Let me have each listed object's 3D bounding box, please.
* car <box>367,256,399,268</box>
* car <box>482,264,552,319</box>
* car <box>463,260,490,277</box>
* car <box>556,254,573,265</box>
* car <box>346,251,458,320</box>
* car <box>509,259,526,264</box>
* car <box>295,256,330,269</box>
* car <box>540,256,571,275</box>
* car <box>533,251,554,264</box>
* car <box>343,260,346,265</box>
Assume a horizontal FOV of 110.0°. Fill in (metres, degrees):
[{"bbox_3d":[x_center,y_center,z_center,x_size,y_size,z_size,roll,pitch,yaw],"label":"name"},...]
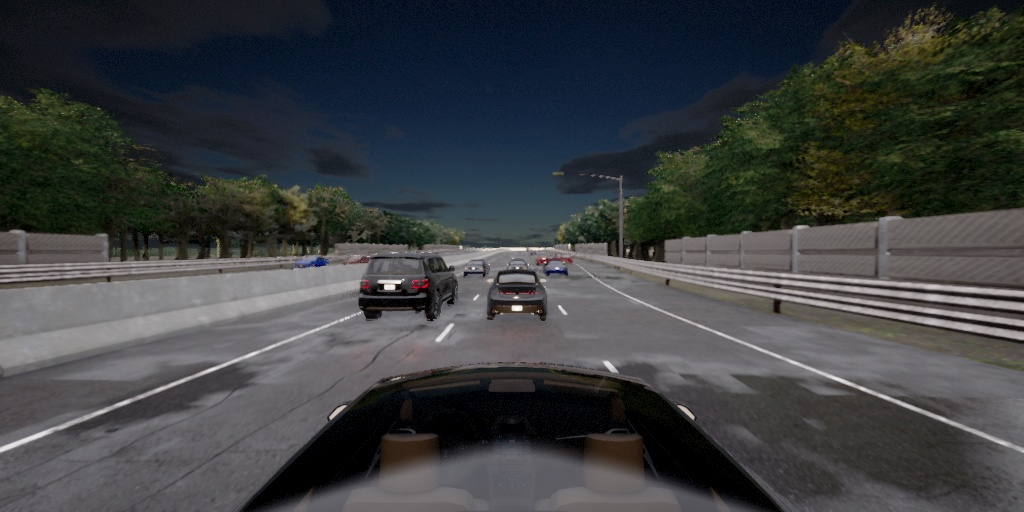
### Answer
[{"bbox_3d":[-16.738,0.737,46.887,2.033,1.411,5.357,0,1,2],"label":"car"},{"bbox_3d":[0.168,1.208,12.553,1.837,1.490,4.892,0,1,1],"label":"car"},{"bbox_3d":[-3.009,1.012,31.100,2.033,1.411,5.357,0,1,1],"label":"car"},{"bbox_3d":[7.927,0.510,53.059,1.882,1.535,5.008,0,1,3],"label":"car"},{"bbox_3d":[-3.336,0.924,12.523,2.150,2.045,5.566,0,1,1],"label":"car"},{"bbox_3d":[0.500,1.005,31.408,2.033,1.411,5.357,0,1,1],"label":"car"},{"bbox_3d":[-23.191,0.775,41.766,1.882,1.535,5.008,0,1,-1],"label":"car"},{"bbox_3d":[3.939,0.997,32.888,1.994,1.385,4.181,0,1,2],"label":"car"},{"bbox_3d":[4.521,0.406,52.310,2.097,1.767,4.553,0,1,2],"label":"car"},{"bbox_3d":[-20.234,0.668,46.975,1.882,1.535,5.008,0,1,2],"label":"car"}]
